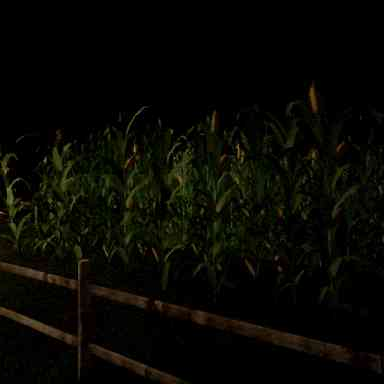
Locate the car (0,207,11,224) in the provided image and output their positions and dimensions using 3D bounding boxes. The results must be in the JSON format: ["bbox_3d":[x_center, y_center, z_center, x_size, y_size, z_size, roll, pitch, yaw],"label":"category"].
[{"bbox_3d":[-13.270,1.208,19.024,2.097,1.767,4.553,0,1,44],"label":"car"}]

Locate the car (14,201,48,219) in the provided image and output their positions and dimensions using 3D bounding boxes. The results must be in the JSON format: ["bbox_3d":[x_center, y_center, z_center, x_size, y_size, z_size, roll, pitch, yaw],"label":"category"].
[{"bbox_3d":[-12.490,1.370,24.599,1.895,1.301,4.718,0,1,38],"label":"car"}]
